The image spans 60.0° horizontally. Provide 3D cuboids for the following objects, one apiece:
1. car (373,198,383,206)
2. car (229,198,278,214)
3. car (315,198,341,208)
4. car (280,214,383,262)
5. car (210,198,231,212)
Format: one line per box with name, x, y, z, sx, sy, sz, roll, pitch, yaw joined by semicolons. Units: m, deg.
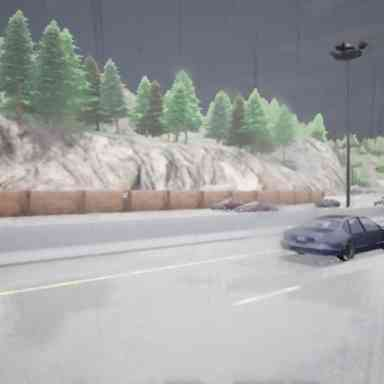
car;22.962;1.395;39.068;4.902;1.511;2.128;0;0;-41
car;5.864;1.473;29.974;4.674;1.442;1.812;0;0;-37
car;18.006;1.470;44.039;4.181;1.385;1.994;0;0;-41
car;5.495;1.520;12.007;5.357;1.411;2.033;0;0;-36
car;4.191;1.466;37.496;4.674;1.442;1.812;0;0;-37
